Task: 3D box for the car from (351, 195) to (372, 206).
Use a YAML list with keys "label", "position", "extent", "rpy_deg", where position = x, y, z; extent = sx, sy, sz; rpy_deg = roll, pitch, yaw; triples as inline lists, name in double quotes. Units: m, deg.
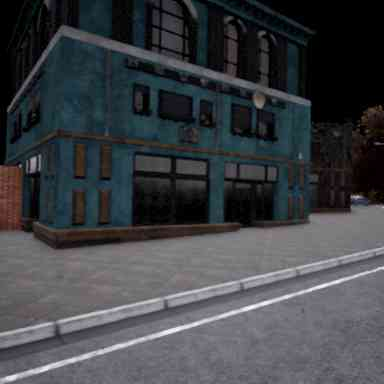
- label: "car"
  position: [21.415, 1.099, 43.688]
  extent: [1.812, 1.442, 4.674]
  rpy_deg: [1, 0, -9]
